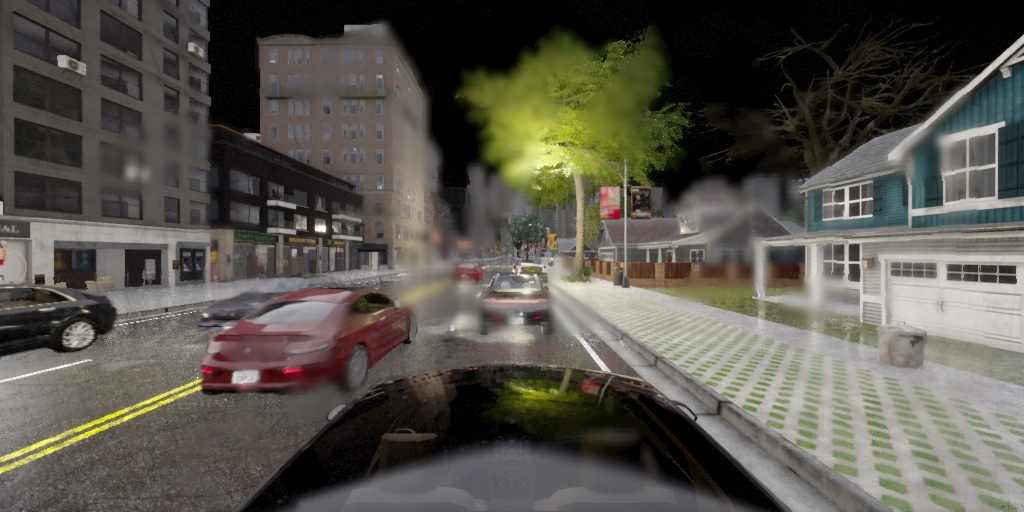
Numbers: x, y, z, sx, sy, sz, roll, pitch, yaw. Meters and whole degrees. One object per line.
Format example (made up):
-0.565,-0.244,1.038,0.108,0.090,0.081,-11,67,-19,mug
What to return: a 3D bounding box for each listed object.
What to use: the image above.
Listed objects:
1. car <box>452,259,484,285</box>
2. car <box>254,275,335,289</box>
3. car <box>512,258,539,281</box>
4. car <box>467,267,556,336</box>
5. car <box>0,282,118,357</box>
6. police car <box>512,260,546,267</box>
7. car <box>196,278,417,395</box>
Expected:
-3.050,1.212,26.042,1.882,1.535,5.008,0,0,0,car
-6.562,1.294,11.019,2.033,1.411,5.357,0,0,0,car
1.093,1.082,30.479,2.097,1.767,4.553,0,0,0,car
0.134,1.239,10.369,2.128,1.511,4.902,0,0,0,car
-9.833,1.254,6.001,1.837,1.490,4.892,0,0,0,car
1.052,1.165,20.618,1.930,1.638,5.238,0,0,0,police car
-3.131,1.275,6.534,1.812,1.442,4.674,0,0,0,car
